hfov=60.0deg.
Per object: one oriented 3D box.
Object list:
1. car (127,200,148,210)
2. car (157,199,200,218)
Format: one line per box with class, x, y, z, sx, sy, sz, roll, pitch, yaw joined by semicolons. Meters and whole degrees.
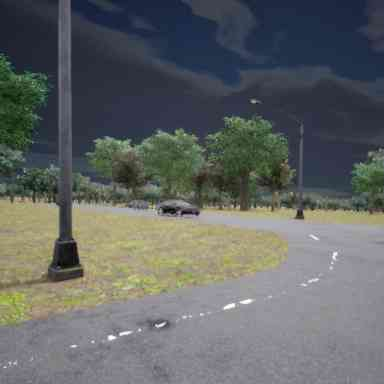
car;-8.632;2.018;52.484;2.128;1.511;4.902;4;-3;-35
car;-1.249;1.416;29.551;1.882;1.535;5.008;4;-3;-35
